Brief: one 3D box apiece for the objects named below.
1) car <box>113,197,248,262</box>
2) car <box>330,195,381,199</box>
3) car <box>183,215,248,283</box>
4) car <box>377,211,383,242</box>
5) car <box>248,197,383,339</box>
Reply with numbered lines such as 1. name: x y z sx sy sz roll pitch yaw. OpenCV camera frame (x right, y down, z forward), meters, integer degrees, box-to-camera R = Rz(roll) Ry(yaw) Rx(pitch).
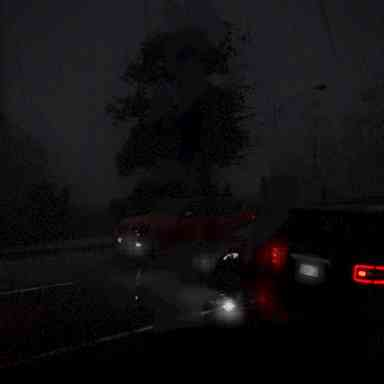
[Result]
1. car: -0.062 1.218 12.418 5.566 2.045 2.150 0 0 -34
2. car: 8.562 1.220 18.170 5.566 2.045 2.150 0 0 -33
3. car: 2.266 1.524 9.766 4.674 1.442 1.812 0 0 -34
4. car: 10.731 1.564 15.414 4.181 1.385 1.994 0 0 -33
5. car: 3.876 1.221 6.348 5.566 2.045 2.150 0 0 -35
